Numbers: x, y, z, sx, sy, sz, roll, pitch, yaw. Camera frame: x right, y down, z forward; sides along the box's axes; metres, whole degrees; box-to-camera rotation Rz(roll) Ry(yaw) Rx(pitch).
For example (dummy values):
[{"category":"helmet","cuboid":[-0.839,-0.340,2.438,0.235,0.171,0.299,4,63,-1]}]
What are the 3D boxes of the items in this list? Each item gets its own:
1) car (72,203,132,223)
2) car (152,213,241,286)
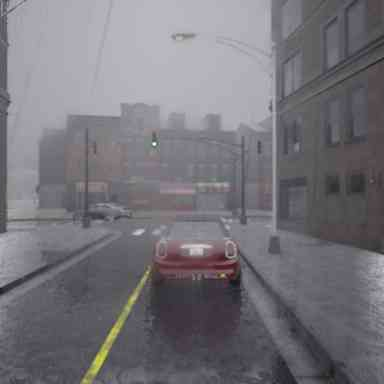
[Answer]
[{"category":"car","cuboid":[-7.111,1.615,26.214,4.902,1.511,2.128,0,-1,20]},{"category":"car","cuboid":[0.099,1.392,9.674,2.097,1.767,4.553,0,0,0]}]
